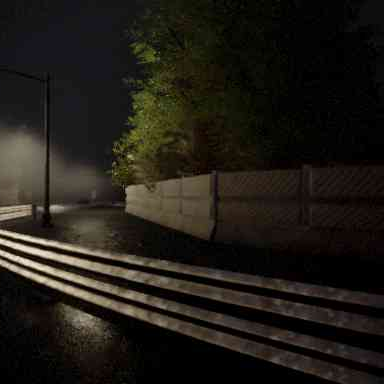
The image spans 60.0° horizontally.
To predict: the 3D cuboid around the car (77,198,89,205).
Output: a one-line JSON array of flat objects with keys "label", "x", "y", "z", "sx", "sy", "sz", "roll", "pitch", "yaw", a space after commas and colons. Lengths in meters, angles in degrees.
[{"label": "car", "x": -23.739, "y": 2.046, "z": 72.610, "sx": 2.033, "sy": 1.411, "sz": 5.357, "roll": 0, "pitch": 0, "yaw": -9}]
